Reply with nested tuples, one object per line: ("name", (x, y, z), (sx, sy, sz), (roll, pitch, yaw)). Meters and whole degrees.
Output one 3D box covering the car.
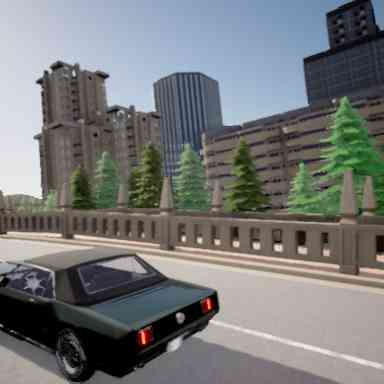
("car", (-2.017, 1.608, 5.431), (4.718, 1.301, 1.895), (0, 0, 36))
